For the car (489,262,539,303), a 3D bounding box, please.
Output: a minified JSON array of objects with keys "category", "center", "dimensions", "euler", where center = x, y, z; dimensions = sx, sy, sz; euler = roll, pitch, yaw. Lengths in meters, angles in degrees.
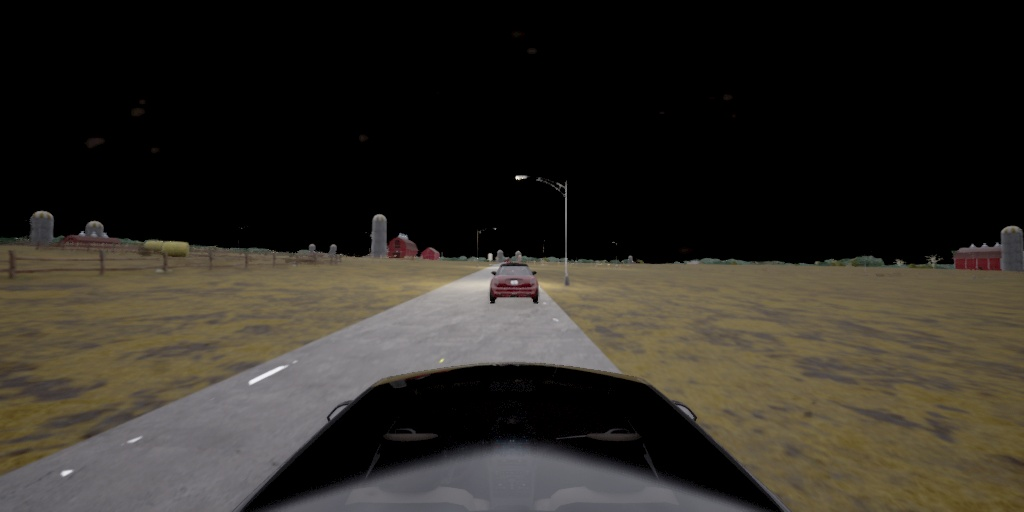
[{"category":"car","center":[0.094,1.119,16.899],"dimensions":[2.097,1.767,4.553],"euler":[0,0,0]}]
